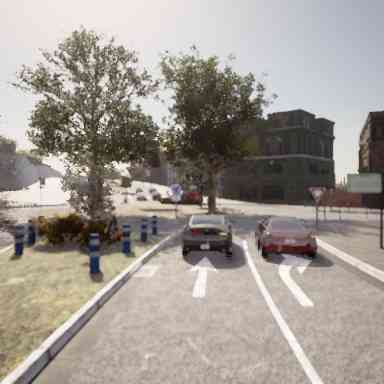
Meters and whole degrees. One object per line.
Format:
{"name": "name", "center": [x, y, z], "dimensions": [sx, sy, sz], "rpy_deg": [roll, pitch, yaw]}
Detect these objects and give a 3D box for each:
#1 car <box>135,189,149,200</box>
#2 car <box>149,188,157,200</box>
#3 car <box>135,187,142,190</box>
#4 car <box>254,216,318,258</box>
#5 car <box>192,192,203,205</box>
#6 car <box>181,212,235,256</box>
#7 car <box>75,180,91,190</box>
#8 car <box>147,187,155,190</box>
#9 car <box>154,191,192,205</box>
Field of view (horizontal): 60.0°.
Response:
{"name": "car", "center": [-9.836, 0.803, 64.623], "dimensions": [1.895, 1.301, 4.718], "rpy_deg": [0, 4, -10]}
{"name": "car", "center": [-6.916, 0.690, 65.345], "dimensions": [1.837, 1.490, 4.892], "rpy_deg": [0, 5, -10]}
{"name": "car", "center": [-12.151, -0.377, 76.467], "dimensions": [2.033, 1.411, 5.357], "rpy_deg": [0, 5, -13]}
{"name": "car", "center": [3.576, 1.641, 13.242], "dimensions": [1.994, 1.385, 4.181], "rpy_deg": [0, 0, 7]}
{"name": "car", "center": [-0.994, 0.961, 53.035], "dimensions": [5.566, 2.045, 2.150], "rpy_deg": [0, 1, 28]}
{"name": "car", "center": [0.721, 1.580, 13.538], "dimensions": [1.837, 1.490, 4.892], "rpy_deg": [0, 0, 7]}
{"name": "car", "center": [-29.654, -1.638, 89.985], "dimensions": [4.892, 1.521, 2.231], "rpy_deg": [-3, 6, -35]}
{"name": "car", "center": [-9.213, -0.445, 77.072], "dimensions": [1.882, 1.535, 5.008], "rpy_deg": [0, 5, -13]}
{"name": "car", "center": [-2.885, 1.112, 50.777], "dimensions": [4.553, 1.767, 2.097], "rpy_deg": [0, 1, 31]}
